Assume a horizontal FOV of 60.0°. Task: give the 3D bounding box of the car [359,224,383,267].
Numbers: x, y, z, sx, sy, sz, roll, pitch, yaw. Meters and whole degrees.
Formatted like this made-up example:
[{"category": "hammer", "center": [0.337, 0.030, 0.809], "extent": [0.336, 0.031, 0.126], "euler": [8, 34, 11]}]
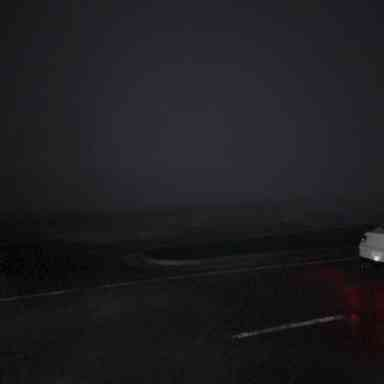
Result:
[{"category": "car", "center": [6.551, 1.262, 8.622], "extent": [4.674, 1.442, 1.812], "euler": [-2, 1, -19]}]
